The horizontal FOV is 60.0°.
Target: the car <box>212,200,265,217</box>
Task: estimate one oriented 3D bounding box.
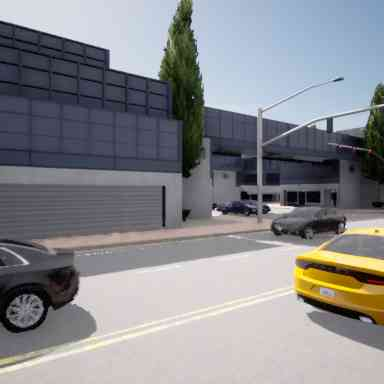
[{"bbox_3d":[4.640,1.547,32.067,2.033,1.411,5.357,0,0,-37],"label":"car"}]

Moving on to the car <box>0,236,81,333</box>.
[{"bbox_3d":[-4.308,1.505,5.230,4.892,1.490,1.837,0,0,-36],"label":"car"}]

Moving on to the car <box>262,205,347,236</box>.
[{"bbox_3d":[6.088,1.505,17.140,4.892,1.490,1.837,0,0,-37],"label":"car"}]

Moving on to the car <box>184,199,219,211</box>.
[{"bbox_3d":[1.133,1.601,42.586,1.895,1.301,4.718,0,0,-37],"label":"car"}]

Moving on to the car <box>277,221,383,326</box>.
[{"bbox_3d":[4.206,1.478,6.843,5.008,1.535,1.882,0,0,-36],"label":"car"}]

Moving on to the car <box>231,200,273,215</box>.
[{"bbox_3d":[6.365,1.564,35.601,1.994,1.385,4.181,0,0,-37],"label":"car"}]
